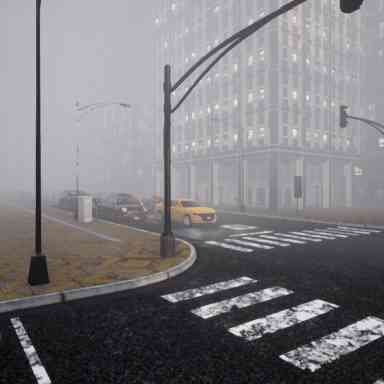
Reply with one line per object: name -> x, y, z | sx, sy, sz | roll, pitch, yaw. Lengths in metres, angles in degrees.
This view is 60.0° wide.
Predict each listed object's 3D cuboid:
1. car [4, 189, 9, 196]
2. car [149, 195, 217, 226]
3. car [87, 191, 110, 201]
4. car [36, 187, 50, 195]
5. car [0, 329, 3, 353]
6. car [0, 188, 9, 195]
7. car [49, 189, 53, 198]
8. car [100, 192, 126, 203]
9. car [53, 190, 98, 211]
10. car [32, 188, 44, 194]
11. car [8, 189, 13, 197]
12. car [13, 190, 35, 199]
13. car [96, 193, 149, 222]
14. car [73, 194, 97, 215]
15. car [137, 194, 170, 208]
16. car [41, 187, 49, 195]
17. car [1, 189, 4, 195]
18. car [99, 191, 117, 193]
car -> -33.741, 0.208, 63.070 | 1.887, 1.381, 4.507 | 1, 0, -36
car -> -0.505, 1.167, 21.027 | 1.882, 1.535, 5.008 | 0, 1, -36
car -> -13.995, 0.644, 49.865 | 1.947, 1.339, 4.313 | 1, 0, -36
car -> -36.695, -0.357, 81.614 | 2.192, 1.841, 5.009 | 1, 0, -36
car -> -4.387, 1.440, 3.432 | 4.097, 1.590, 1.967 | 0, 0, -35
car -> -43.468, -0.113, 76.672 | 1.887, 1.381, 4.507 | 1, 0, -36
car -> -23.047, 0.378, 58.046 | 1.812, 1.442, 4.674 | 0, 1, -36
car -> -10.849, 0.707, 45.468 | 1.752, 1.417, 4.829 | 1, 0, -36
car -> -11.038, 0.729, 31.331 | 2.192, 1.841, 5.009 | 1, 0, -36
car -> -39.944, -0.213, 86.151 | 1.947, 1.339, 4.313 | 1, 0, -36
car -> -30.498, 0.321, 58.536 | 2.008, 1.369, 4.403 | 1, 0, -36
car -> -27.256, 0.422, 54.002 | 1.887, 1.381, 4.507 | 1, 0, -36
car -> -4.556, 1.069, 22.264 | 1.967, 1.590, 4.097 | 1, 0, -36
car -> -7.802, 1.103, 26.798 | 1.802, 1.307, 4.206 | 1, 0, -36
car -> -4.264, 0.982, 36.257 | 1.802, 1.307, 4.206 | 1, 0, -36
car -> -33.457, -0.020, 77.079 | 1.887, 1.381, 4.507 | 1, 0, -36
car -> -36.983, 0.107, 67.604 | 2.008, 1.369, 4.403 | 1, 0, -36
car -> -5.934, 0.861, 28.618 | 2.097, 1.767, 4.553 | 0, 1, -36
